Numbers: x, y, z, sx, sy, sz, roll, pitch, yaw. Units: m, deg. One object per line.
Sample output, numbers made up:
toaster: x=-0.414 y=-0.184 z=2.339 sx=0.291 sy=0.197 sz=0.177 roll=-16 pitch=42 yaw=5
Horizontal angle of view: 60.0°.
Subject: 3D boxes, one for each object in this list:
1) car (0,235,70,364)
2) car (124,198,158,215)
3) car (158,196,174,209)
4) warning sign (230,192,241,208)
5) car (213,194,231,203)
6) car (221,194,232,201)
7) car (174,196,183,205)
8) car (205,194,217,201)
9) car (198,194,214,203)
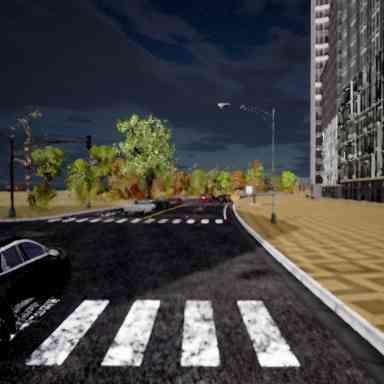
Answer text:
car: x=-3.465 y=1.466 z=5.516 sx=2.128 sy=1.511 sz=4.902 roll=0 pitch=0 yaw=-5
car: x=-5.061 y=1.457 z=32.363 sx=1.895 sy=1.301 sz=4.718 roll=0 pitch=0 yaw=8
car: x=-4.025 y=1.417 z=42.254 sx=1.895 sy=1.301 sz=4.718 roll=0 pitch=0 yaw=7
warning sign: x=5.201 y=0.951 z=40.219 sx=1.300 sy=1.860 sz=1.060 roll=0 pitch=0 yaw=7
car: x=5.624 y=1.227 z=62.136 sx=1.882 sy=1.535 sz=5.008 roll=0 pitch=0 yaw=11
car: x=7.473 y=1.189 z=72.449 sx=1.882 sy=1.535 sz=5.008 roll=0 pitch=0 yaw=12
car: x=-2.696 y=1.341 z=52.231 sx=1.994 sy=1.385 sz=4.181 roll=0 pitch=0 yaw=9
car: x=4.176 y=1.183 z=72.546 sx=1.882 sy=1.535 sz=5.008 roll=0 pitch=0 yaw=12
car: x=2.478 y=1.093 z=63.102 sx=2.097 sy=1.767 sz=4.553 roll=0 pitch=0 yaw=11
